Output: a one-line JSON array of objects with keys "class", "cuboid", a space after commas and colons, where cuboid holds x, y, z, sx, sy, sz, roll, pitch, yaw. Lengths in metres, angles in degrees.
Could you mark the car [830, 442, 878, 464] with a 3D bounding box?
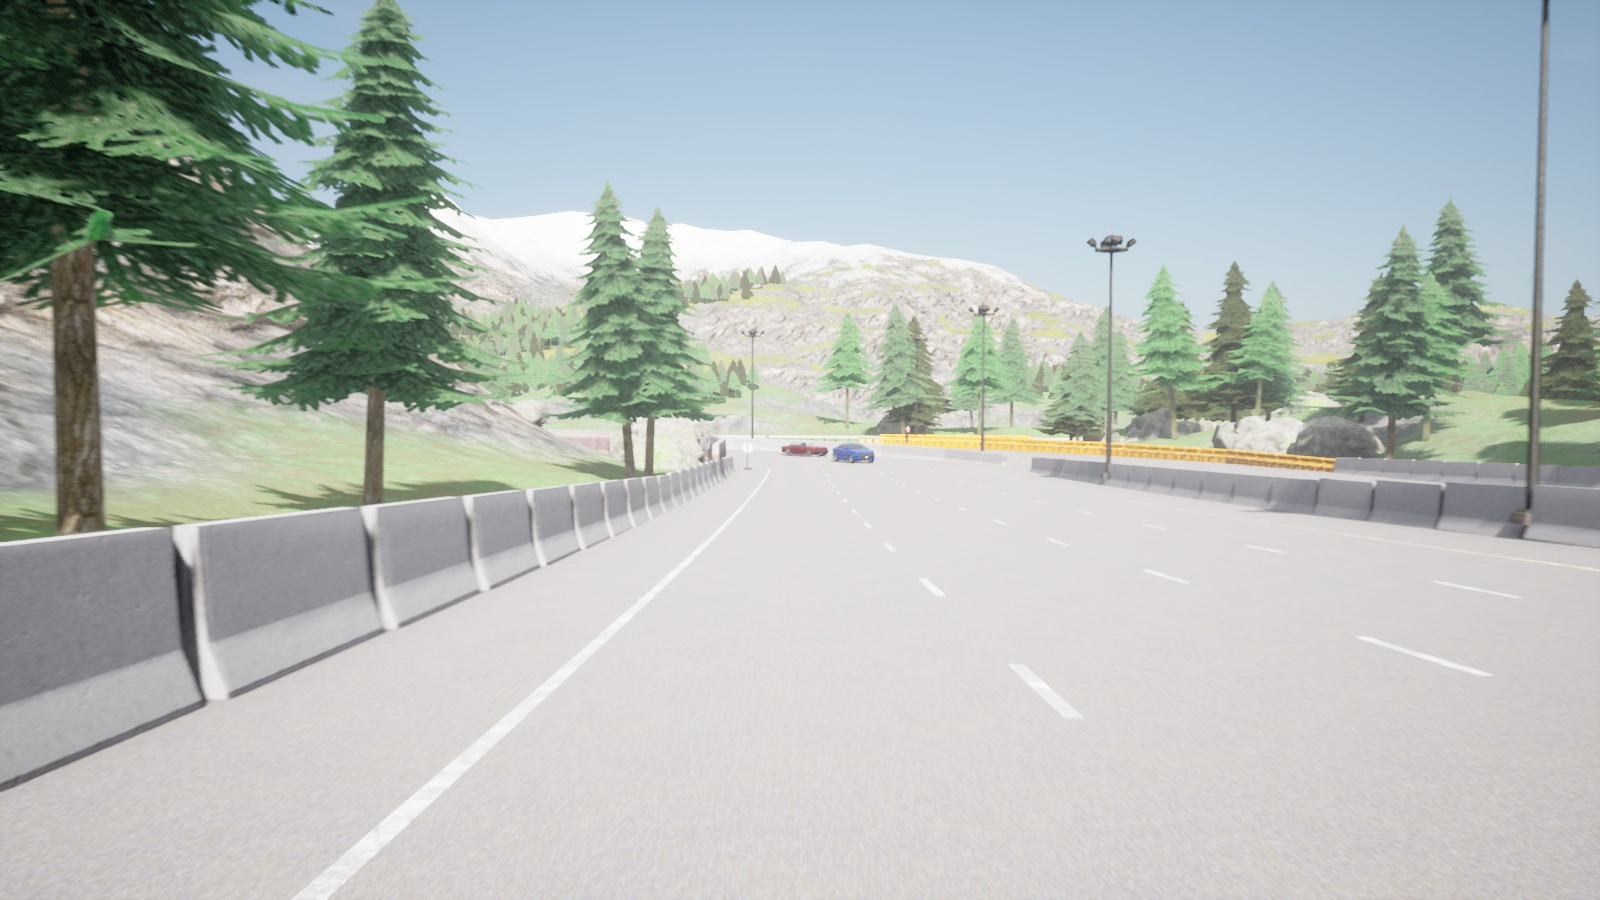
[{"class": "car", "cuboid": [4.163, 0.187, 96.991, 1.882, 1.535, 5.008, -1, 2, -21]}]
